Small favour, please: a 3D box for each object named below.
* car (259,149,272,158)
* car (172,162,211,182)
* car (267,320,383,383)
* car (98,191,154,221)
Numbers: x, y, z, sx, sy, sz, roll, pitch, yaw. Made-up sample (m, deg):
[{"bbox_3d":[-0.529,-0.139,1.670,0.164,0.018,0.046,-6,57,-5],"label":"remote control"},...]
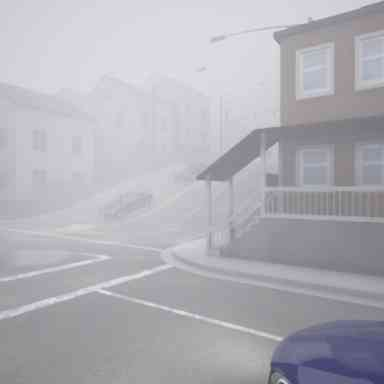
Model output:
[{"bbox_3d":[9.388,-5.402,45.690,1.812,1.442,4.674,0,9,36],"label":"car"},{"bbox_3d":[-0.009,-2.062,32.482,1.895,1.301,4.718,0,18,35],"label":"car"},{"bbox_3d":[2.765,1.527,1.992,4.674,1.442,1.812,0,0,36],"label":"car"},{"bbox_3d":[-4.993,0.884,25.185,2.128,1.511,4.902,0,15,35],"label":"car"}]
